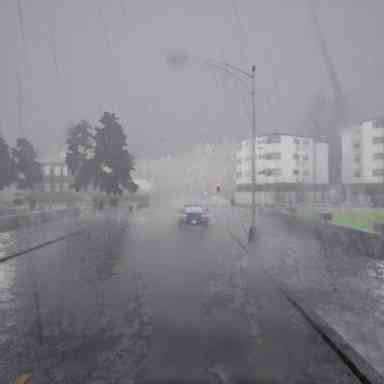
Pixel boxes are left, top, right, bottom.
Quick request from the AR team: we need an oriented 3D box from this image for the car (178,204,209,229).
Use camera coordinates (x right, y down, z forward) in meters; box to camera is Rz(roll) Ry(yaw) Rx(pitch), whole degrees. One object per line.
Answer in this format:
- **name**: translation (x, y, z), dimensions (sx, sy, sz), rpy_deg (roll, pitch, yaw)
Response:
- **car**: translation (0.113, 1.495, 21.143), dimensions (1.812, 1.442, 4.674), rpy_deg (0, 0, 0)
